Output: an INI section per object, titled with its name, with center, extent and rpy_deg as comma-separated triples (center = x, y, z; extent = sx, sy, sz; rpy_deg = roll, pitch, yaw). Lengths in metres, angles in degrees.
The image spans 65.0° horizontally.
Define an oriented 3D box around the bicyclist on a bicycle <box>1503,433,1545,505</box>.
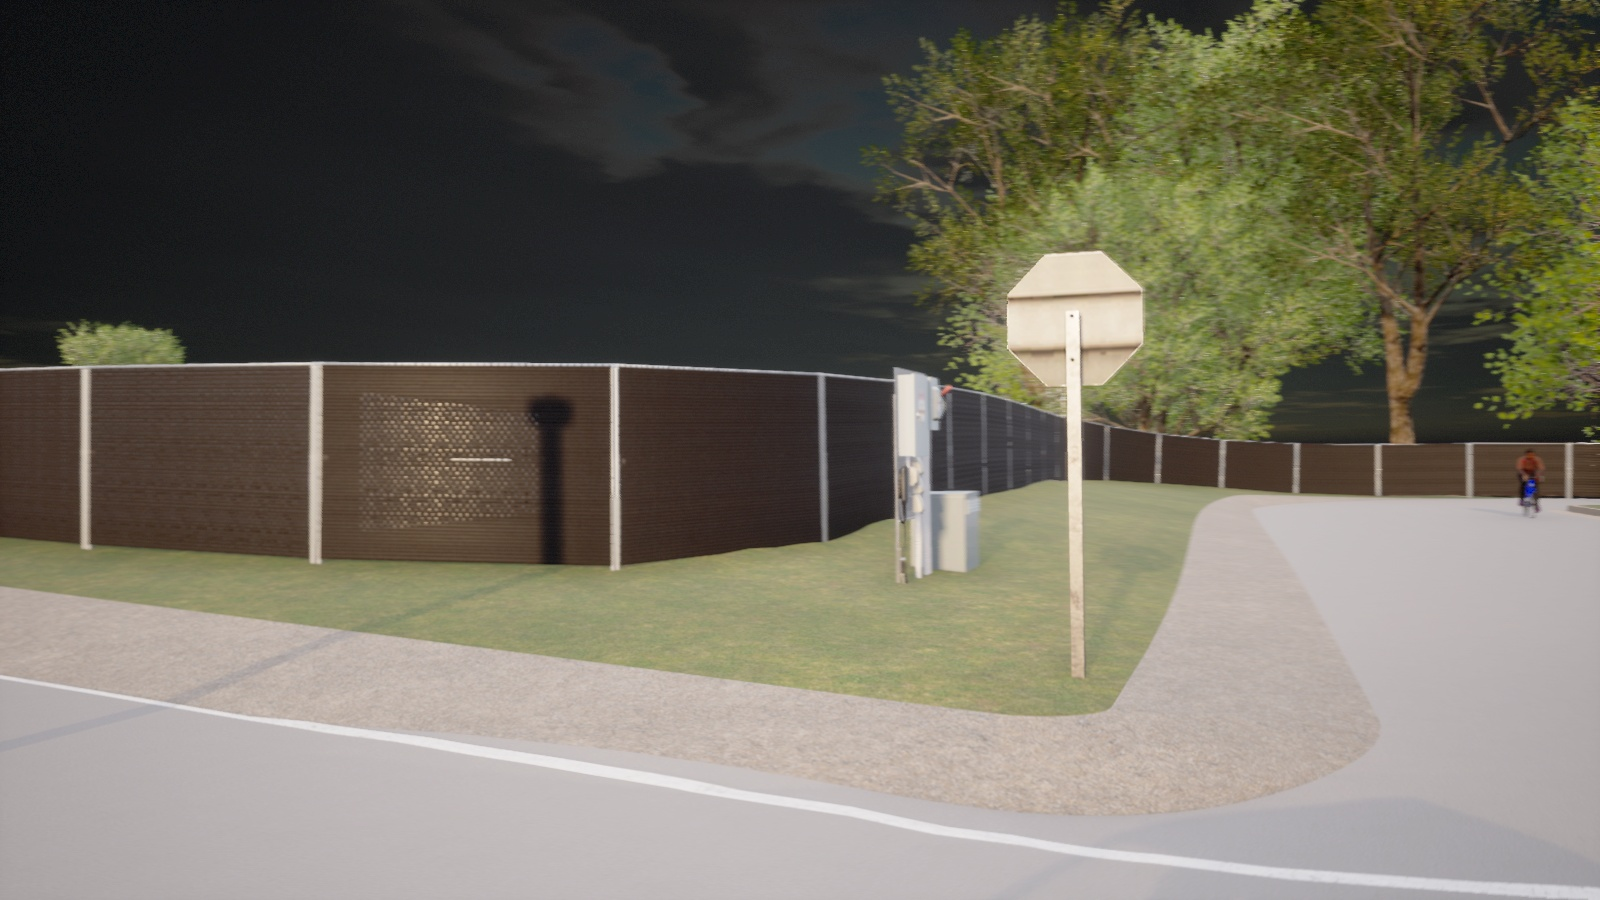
[bicyclist on a bicycle]
center = 16.887, 0.426, 29.323
extent = 0.582, 1.620, 1.656
rpy_deg = -2, 0, 21
